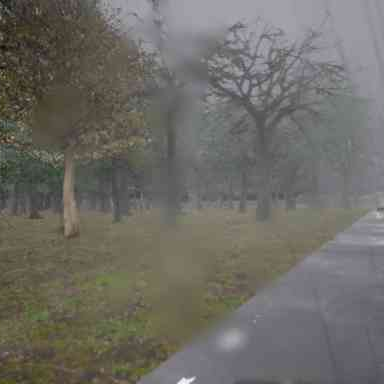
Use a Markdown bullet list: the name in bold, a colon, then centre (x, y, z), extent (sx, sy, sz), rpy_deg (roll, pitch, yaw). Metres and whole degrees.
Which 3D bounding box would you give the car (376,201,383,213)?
- **car**: centre (26.338, 1.982, 45.415), extent (1.882, 1.535, 5.008), rpy_deg (-1, -1, 31)
